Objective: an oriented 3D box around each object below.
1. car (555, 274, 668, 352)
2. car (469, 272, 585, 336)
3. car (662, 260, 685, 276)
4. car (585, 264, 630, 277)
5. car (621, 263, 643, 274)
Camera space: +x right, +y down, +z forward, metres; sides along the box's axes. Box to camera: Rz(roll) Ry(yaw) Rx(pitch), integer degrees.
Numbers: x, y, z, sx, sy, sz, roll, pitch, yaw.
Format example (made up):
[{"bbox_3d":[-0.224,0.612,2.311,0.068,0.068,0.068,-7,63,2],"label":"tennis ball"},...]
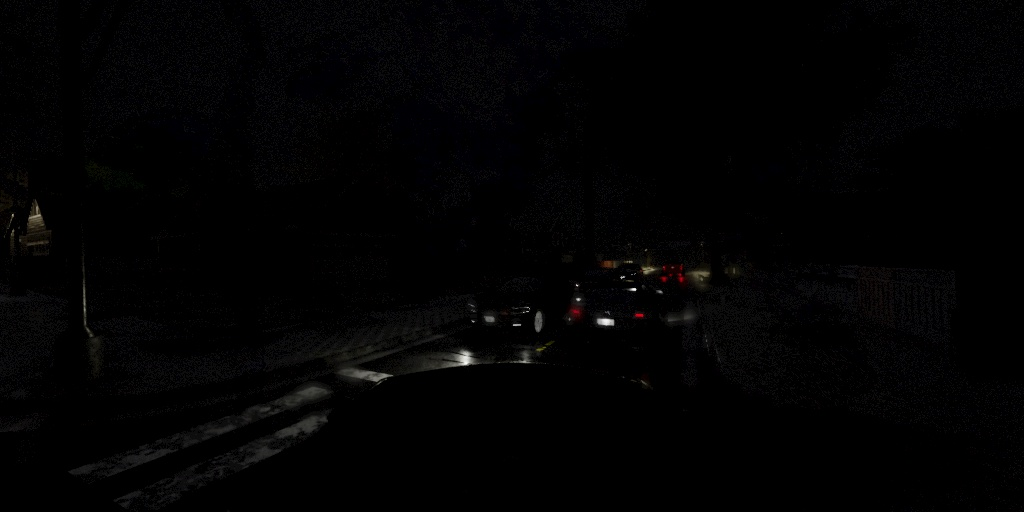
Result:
[{"bbox_3d":[2.815,1.323,9.158,1.994,1.385,4.181,-1,0,26],"label":"car"},{"bbox_3d":[0.566,1.281,11.042,1.882,1.535,5.008,-1,0,26],"label":"car"},{"bbox_3d":[17.084,1.178,37.893,2.097,1.767,4.553,-1,-1,27],"label":"car"},{"bbox_3d":[4.950,1.351,19.915,2.033,1.411,5.357,-1,0,25],"label":"car"},{"bbox_3d":[9.405,1.323,28.896,1.837,1.490,4.892,-1,-1,27],"label":"car"}]
